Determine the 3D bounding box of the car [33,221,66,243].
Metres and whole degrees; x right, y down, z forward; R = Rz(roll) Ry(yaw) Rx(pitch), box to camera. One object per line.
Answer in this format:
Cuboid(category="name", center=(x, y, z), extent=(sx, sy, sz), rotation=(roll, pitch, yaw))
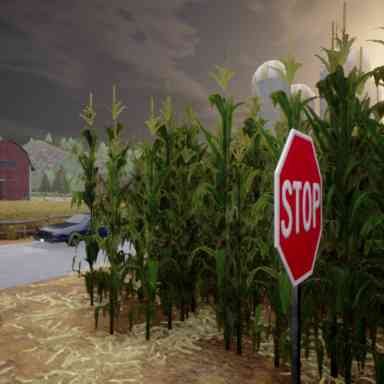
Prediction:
Cuboid(category="car", center=(-5.012, 1.746, 16.708), extent=(2.033, 1.411, 5.357), rotation=(0, 0, 35))
